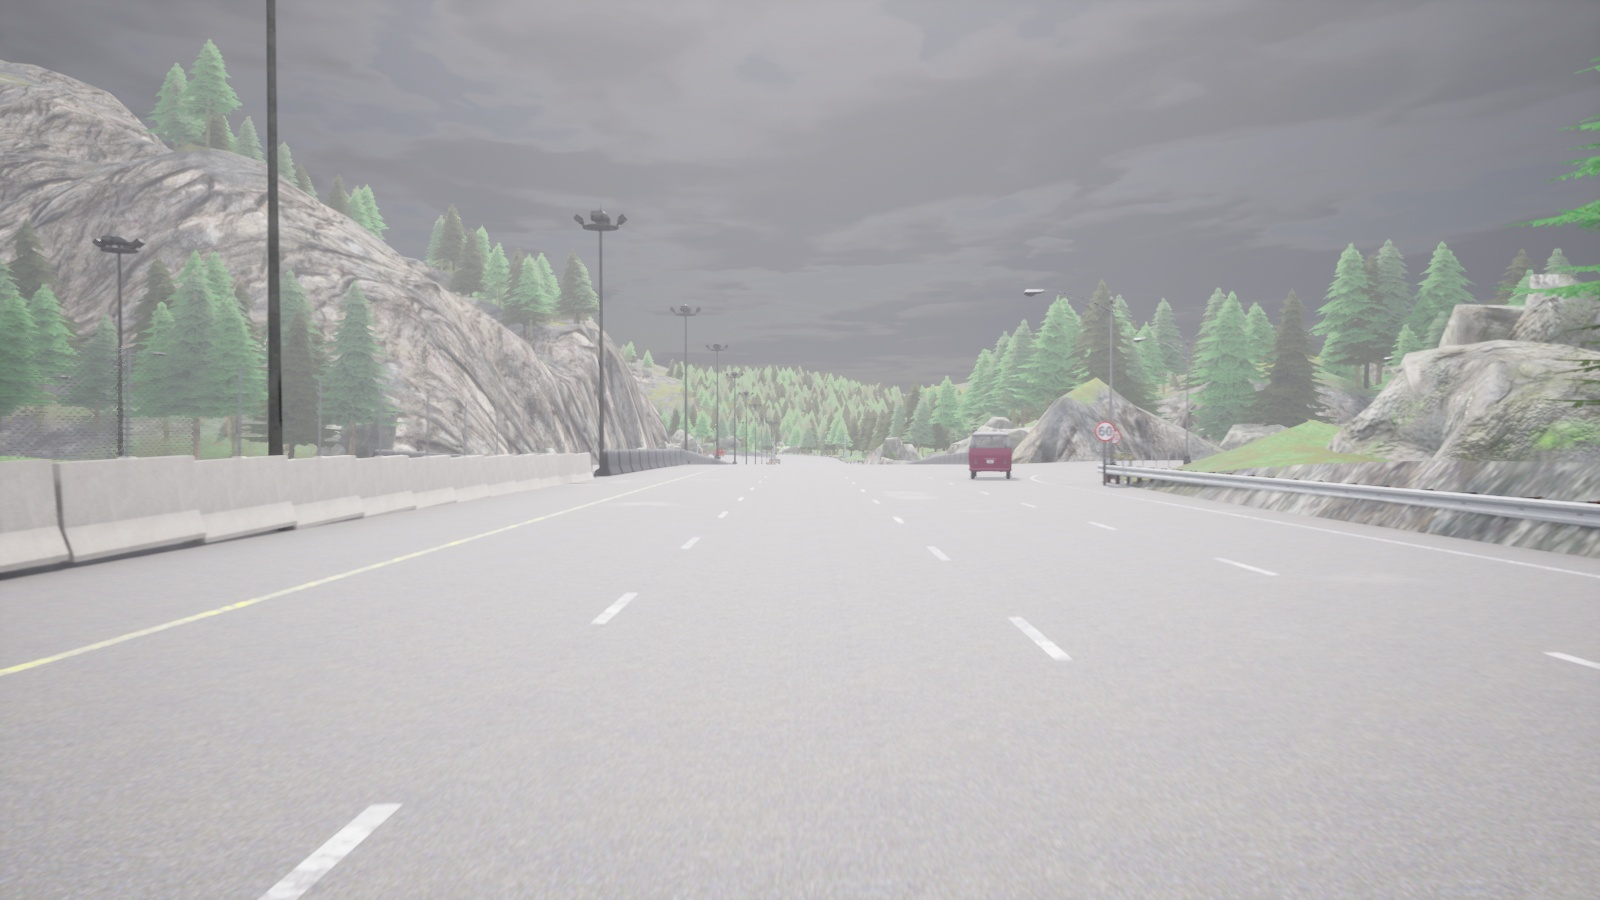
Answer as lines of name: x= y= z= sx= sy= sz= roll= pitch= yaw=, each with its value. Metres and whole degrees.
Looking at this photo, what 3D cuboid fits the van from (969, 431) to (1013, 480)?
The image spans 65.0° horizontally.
van: x=8.172 y=0.211 z=53.519 sx=1.775 sy=1.987 sz=4.442 roll=0 pitch=1 yaw=10
